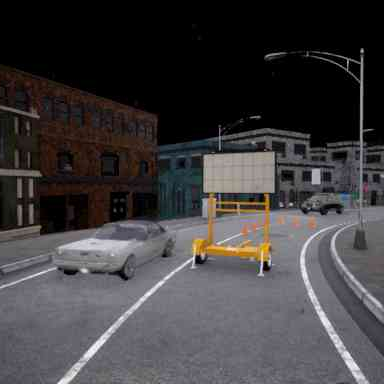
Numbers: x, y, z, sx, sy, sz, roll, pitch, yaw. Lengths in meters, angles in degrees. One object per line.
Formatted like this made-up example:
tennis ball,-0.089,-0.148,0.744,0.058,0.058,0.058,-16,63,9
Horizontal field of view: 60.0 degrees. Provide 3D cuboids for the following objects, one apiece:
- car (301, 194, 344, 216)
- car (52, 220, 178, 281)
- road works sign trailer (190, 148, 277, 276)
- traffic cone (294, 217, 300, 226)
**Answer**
car,13.127,1.242,33.291,5.566,2.045,2.150,0,0,-42
car,-2.006,1.581,10.109,1.895,1.301,4.718,0,0,15
road works sign trailer,1.519,0.461,10.603,2.380,3.560,2.880,0,0,24
traffic cone,7.055,1.969,22.280,0.340,0.580,0.340,1,0,24
